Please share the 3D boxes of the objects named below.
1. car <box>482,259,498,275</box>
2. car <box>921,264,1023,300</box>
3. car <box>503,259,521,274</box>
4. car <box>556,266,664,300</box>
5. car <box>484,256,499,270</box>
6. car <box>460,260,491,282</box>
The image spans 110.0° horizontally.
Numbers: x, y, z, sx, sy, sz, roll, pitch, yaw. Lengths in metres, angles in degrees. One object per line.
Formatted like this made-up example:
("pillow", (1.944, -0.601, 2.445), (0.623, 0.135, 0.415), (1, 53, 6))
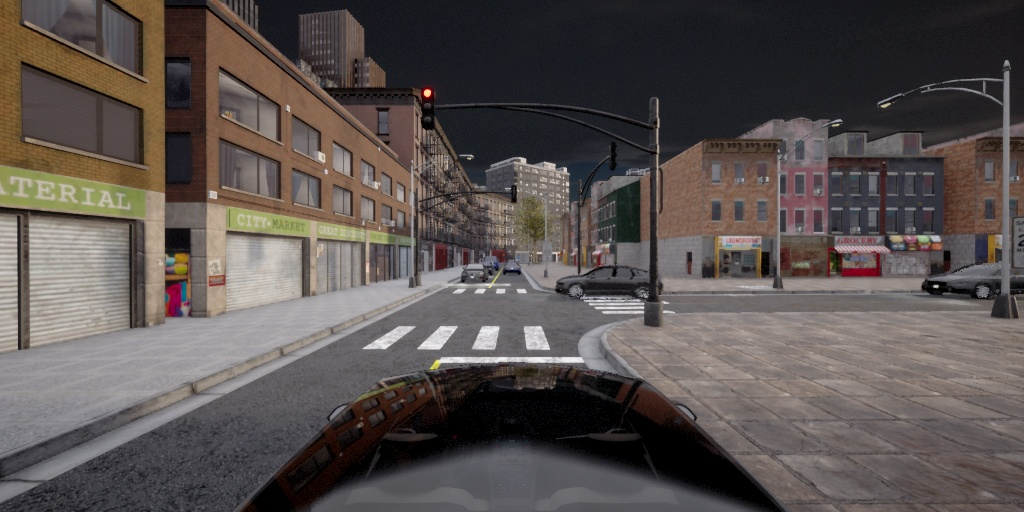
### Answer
("car", (-2.943, 1.312, 39.106), (2.033, 1.411, 5.357), (0, 0, 0))
("car", (21.643, 1.128, 16.265), (4.892, 1.490, 1.837), (0, 0, 0))
("car", (0.002, 1.331, 42.168), (1.994, 1.385, 4.181), (0, 0, 0))
("car", (4.530, 1.220, 16.908), (4.892, 1.490, 1.837), (0, 1, 10))
("car", (-2.948, 0.998, 49.726), (2.150, 2.045, 5.566), (0, 0, 1))
("car", (-2.908, 1.282, 28.673), (1.812, 1.442, 4.674), (0, 0, 0))
